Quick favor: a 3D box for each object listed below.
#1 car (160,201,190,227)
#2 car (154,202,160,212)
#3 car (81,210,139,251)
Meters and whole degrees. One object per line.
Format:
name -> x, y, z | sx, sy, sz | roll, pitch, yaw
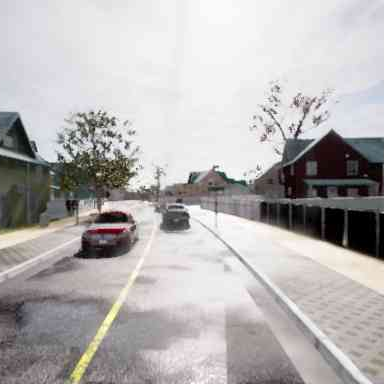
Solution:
car -> -1.187, 1.567, 23.596 | 1.837, 1.490, 4.892 | 0, 0, -5
car -> -3.853, 1.861, 43.139 | 1.895, 1.301, 4.718 | 0, -1, -10
car -> -3.329, 1.544, 14.287 | 1.812, 1.442, 4.674 | 0, 0, -3
